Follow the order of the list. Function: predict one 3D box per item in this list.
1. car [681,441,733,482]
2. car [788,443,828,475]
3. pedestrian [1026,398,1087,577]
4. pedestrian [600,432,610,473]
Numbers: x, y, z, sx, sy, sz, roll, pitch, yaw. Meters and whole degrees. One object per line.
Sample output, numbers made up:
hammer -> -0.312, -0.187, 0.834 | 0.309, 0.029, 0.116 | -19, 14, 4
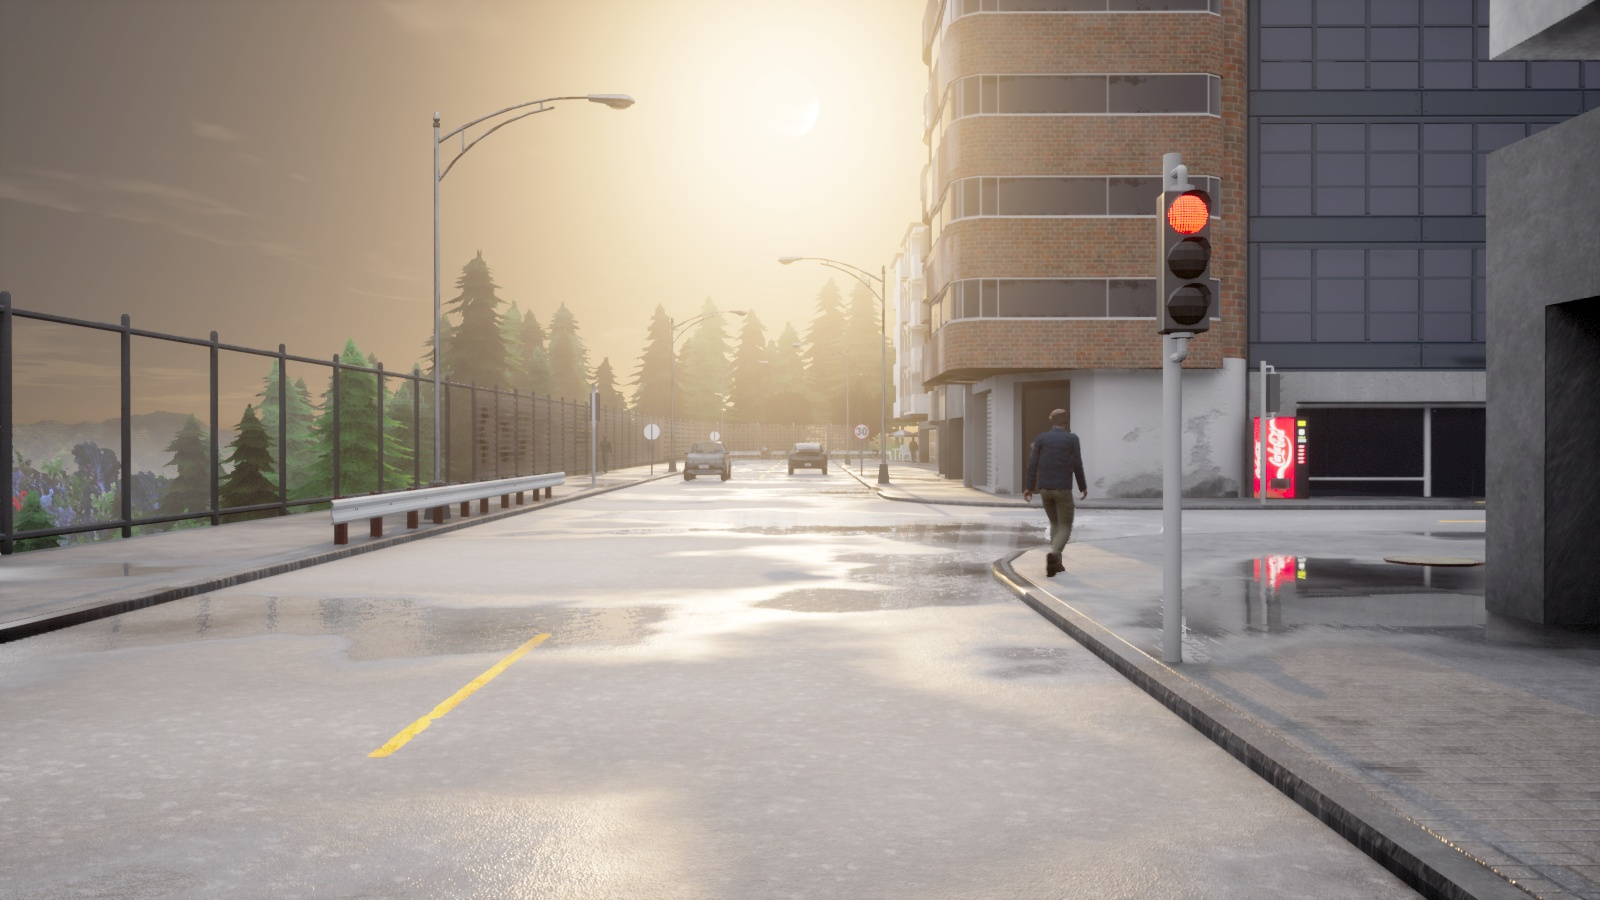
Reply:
car -> -3.684, 0.439, 50.144 | 1.789, 1.549, 3.705 | 0, 0, 0
car -> 0.379, 0.410, 60.602 | 1.837, 1.490, 4.892 | 0, 0, 0
pedestrian -> 2.729, 0.380, 13.320 | 0.402, 1.842, 0.726 | 0, 0, 32
pedestrian -> -8.834, 0.128, 56.962 | 0.353, 1.847, 0.614 | 0, 0, 1
